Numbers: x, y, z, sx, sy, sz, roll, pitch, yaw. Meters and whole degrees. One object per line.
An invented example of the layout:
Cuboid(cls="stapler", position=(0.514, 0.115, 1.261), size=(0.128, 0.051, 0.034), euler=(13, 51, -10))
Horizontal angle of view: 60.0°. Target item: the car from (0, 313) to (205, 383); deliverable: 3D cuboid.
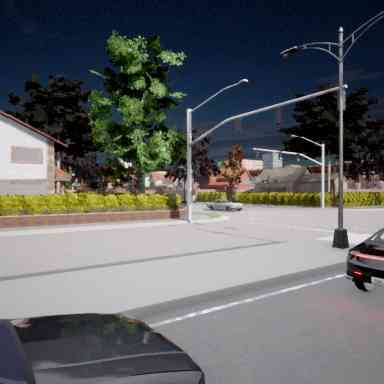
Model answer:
Cuboid(cls="car", position=(-2.418, 1.543, 2.021), size=(5.357, 1.411, 2.033), euler=(0, 0, -36))

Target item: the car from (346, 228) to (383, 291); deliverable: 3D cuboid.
Cuboid(cls="car", position=(5.524, 1.474, 7.671), size=(4.902, 1.511, 2.128), euler=(0, 0, -35))

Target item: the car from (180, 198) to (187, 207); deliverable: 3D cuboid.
Cuboid(cls="car", position=(-2.103, 1.483, 46.613), size=(1.895, 1.301, 4.718), euler=(0, 0, -36))

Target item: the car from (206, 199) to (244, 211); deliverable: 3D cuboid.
Cuboid(cls="car", position=(3.780, 1.505, 38.442), size=(1.895, 1.301, 4.718), euler=(0, 0, -36))
